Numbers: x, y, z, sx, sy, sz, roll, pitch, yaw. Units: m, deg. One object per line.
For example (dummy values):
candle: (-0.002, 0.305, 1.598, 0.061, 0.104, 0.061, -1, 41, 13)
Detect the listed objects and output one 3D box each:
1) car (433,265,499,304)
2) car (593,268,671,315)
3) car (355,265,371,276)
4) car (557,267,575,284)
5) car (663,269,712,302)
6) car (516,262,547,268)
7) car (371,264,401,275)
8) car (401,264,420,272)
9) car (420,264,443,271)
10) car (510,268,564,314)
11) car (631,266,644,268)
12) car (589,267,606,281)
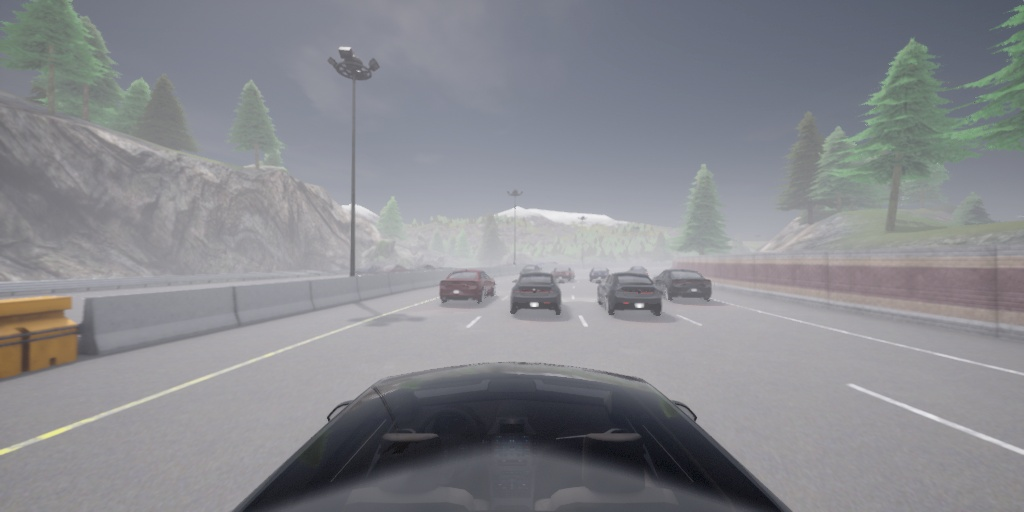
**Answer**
car: (-2.059, 1.410, 17.805, 1.882, 1.535, 5.008, 0, 0, 7)
car: (4.556, 1.408, 14.385, 1.837, 1.490, 4.892, 0, 0, 7)
car: (-17.799, 1.775, 45.023, 2.033, 1.411, 5.357, 0, -1, 16)
car: (5.102, 1.745, 35.347, 1.895, 1.301, 4.718, 0, -1, 15)
car: (8.690, 1.435, 18.802, 1.882, 1.535, 5.008, 0, -1, 9)
car: (2.111, 1.691, 37.545, 1.812, 1.442, 4.674, 0, -1, 16)
car: (-14.525, 1.741, 43.624, 1.812, 1.442, 4.674, 0, -1, 17)
car: (-10.937, 1.722, 43.443, 1.837, 1.490, 4.892, 0, -1, 17)
car: (-8.119, 1.790, 40.717, 1.895, 1.301, 4.718, 0, -1, 16)
car: (1.050, 1.406, 14.567, 1.837, 1.490, 4.892, 0, 0, 7)
car: (12.517, 1.721, 35.702, 1.994, 1.385, 4.181, 0, -1, 16)
car: (8.597, 1.743, 34.874, 1.895, 1.301, 4.718, 0, -1, 15)
